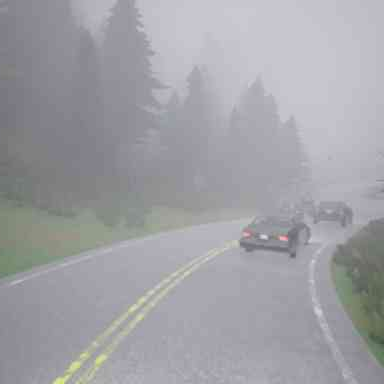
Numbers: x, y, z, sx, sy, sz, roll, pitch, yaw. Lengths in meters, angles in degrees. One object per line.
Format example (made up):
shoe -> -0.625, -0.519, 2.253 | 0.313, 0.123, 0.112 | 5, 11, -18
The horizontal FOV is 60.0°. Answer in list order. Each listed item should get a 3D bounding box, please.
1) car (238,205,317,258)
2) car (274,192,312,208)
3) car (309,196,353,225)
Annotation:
car -> 3.372, 1.492, 12.879 | 2.033, 1.411, 5.357 | 4, 1, 26
car -> 8.572, 1.044, 27.582 | 2.150, 2.045, 5.566 | 4, 2, 33
car -> 10.310, 1.386, 24.109 | 2.097, 1.767, 4.553 | 4, 2, 32
